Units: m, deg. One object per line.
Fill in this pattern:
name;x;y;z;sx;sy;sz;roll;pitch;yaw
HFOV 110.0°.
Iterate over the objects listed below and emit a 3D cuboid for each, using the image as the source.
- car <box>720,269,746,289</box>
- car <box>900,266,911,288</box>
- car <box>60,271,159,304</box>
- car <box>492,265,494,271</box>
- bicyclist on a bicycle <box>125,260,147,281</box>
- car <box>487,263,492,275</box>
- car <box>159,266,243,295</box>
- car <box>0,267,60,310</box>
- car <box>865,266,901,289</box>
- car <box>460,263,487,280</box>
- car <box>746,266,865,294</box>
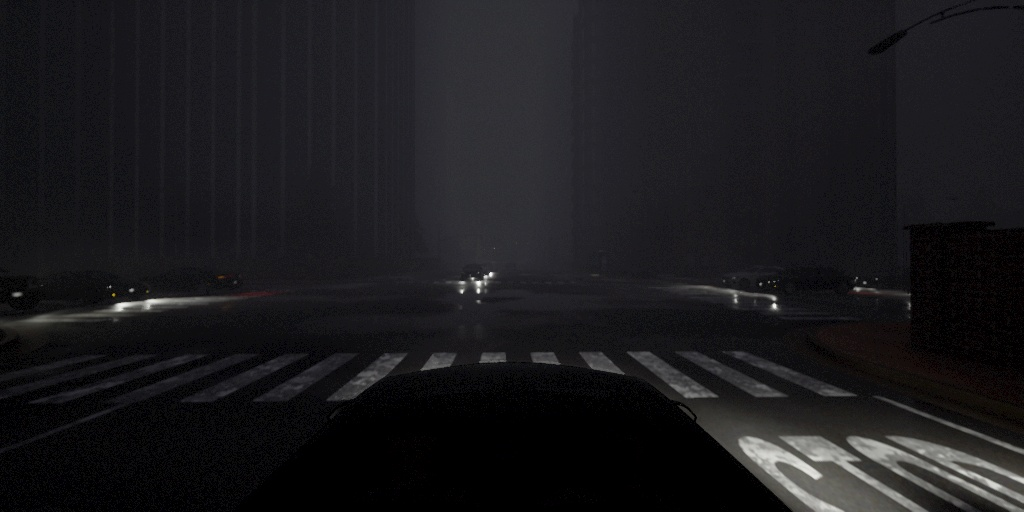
car;16.209;1.363;23.482;4.674;1.442;1.812;0;0;0
car;25.277;1.340;20.210;4.674;1.442;1.812;0;0;-3
car;-19.025;1.356;16.048;4.181;1.385;1.994;0;0;0
car;-3.781;1.694;53.356;1.895;1.301;4.718;0;0;0
bicyclist on a bicycle;-29.277;1.173;27.973;0.582;1.620;1.656;0;0;0
car;-3.764;1.552;43.357;1.812;1.442;4.674;0;0;0
car;-17.655;1.293;19.712;5.008;1.535;1.882;0;-1;1
car;-20.026;0.990;12.519;5.566;2.045;2.150;0;0;0
car;25.797;1.385;23.608;5.357;1.411;2.033;0;0;-2
car;-3.725;1.492;34.186;1.812;1.442;4.674;0;0;0
car;16.247;1.319;19.989;4.892;1.490;1.837;0;0;-1
